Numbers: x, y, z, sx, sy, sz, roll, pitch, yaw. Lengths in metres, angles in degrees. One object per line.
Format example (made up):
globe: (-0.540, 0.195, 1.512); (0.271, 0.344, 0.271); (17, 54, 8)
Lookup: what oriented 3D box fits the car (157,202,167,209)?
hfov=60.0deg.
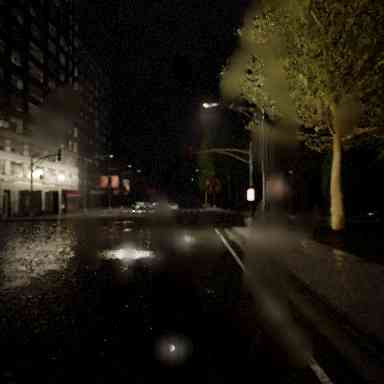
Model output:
car: (-6.410, 2.844, 71.476); (1.882, 1.535, 5.008); (0, -1, 0)

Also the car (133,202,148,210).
car: (-9.710, 2.618, 61.790); (2.128, 1.511, 4.902); (0, -1, 1)

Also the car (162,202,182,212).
car: (-3.186, 2.534, 53.395); (1.895, 1.301, 4.718); (0, -1, 2)

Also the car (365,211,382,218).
car: (35.947, 4.414, 65.783); (1.895, 1.301, 4.718); (-1, -3, 45)

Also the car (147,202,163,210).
car: (-6.461, 2.668, 61.528); (2.033, 1.411, 5.357); (0, -1, 1)

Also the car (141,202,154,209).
car: (-9.659, 2.922, 72.084); (2.033, 1.411, 5.357); (0, -1, 0)

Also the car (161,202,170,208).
car: (-6.397, 3.232, 81.797); (1.895, 1.301, 4.718); (0, -2, 0)

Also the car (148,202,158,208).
car: (-9.646, 3.198, 82.624); (2.033, 1.411, 5.357); (0, -2, 0)
